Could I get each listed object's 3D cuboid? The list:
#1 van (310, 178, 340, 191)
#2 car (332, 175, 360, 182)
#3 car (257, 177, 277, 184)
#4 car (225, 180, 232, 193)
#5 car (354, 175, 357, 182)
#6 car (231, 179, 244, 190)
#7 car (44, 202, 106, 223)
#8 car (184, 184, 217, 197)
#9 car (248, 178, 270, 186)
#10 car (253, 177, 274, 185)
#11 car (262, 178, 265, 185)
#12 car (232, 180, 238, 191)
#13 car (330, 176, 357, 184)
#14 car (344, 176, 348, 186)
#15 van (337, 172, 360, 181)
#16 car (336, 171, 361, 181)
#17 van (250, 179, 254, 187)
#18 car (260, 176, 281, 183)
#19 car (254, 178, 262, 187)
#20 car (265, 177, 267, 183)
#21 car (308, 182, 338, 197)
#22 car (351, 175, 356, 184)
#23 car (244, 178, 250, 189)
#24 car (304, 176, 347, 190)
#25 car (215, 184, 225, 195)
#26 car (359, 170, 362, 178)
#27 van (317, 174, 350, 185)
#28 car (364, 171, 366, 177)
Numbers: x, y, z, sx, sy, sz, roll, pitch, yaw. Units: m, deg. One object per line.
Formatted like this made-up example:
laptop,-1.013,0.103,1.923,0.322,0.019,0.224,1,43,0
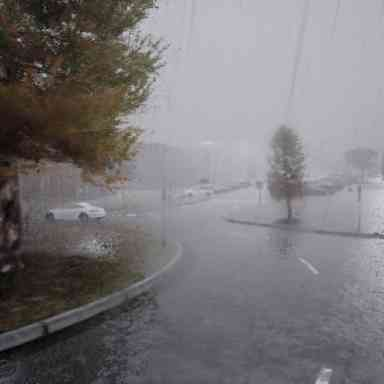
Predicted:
van,18.266,-0.589,47.620,4.442,1.987,1.878,-1,4,12
car,35.029,-3.096,75.870,5.366,1.575,1.946,-1,5,10
car,18.594,-2.923,82.673,4.892,1.521,2.231,-2,4,10
car,3.999,-0.628,57.255,4.553,1.767,2.185,-2,4,10
car,29.137,-2.072,65.520,4.792,1.488,2.163,-1,4,11
car,6.915,-1.114,62.361,4.553,1.767,2.185,-2,4,10
car,-8.833,1.513,25.112,4.674,1.442,1.812,0,-1,15
car,1.065,0.025,52.167,4.674,1.452,2.002,-2,3,10
car,15.648,-2.440,77.622,5.008,1.535,2.097,-2,3,10
car,17.124,-2.681,80.147,4.892,1.521,2.231,-2,4,10
car,12.722,-1.957,72.553,5.008,1.535,2.097,-2,3,10
car,5.405,-0.714,59.831,4.792,1.488,2.163,-2,4,10
car,32.189,-2.599,70.680,4.892,1.521,2.231,-1,4,11
car,22.832,-1.231,55.292,4.553,1.767,2.185,-1,4,12
van,36.823,-3.570,78.383,4.442,1.987,1.878,-1,4,10
car,30.676,-2.601,68.073,5.566,2.045,2.435,-1,4,11
van,9.683,-1.693,67.480,4.442,1.987,1.878,-2,4,10
car,20.062,-3.166,85.206,5.008,1.535,2.097,-2,4,10
car,11.452,-1.725,69.980,5.366,1.575,1.946,-2,4,10
car,14.221,-2.170,75.080,4.792,1.488,2.163,-2,3,10
car,16.585,-0.115,45.119,5.008,1.535,2.097,-1,4,12
car,27.564,-1.851,62.950,4.892,1.521,2.231,-1,5,11
car,8.346,-1.231,64.935,5.008,1.535,2.097,-2,3,10
car,19.690,-0.860,50.184,5.566,2.045,2.435,-1,5,12
car,2.550,-0.230,54.718,4.792,1.488,2.163,-2,3,10
car,33.729,-3.099,73.237,5.566,2.045,2.435,-1,4,10
van,24.543,-1.582,57.806,4.442,1.987,1.878,-1,4,12
car,39.744,-4.073,83.553,5.566,2.045,2.435,-1,4,10
